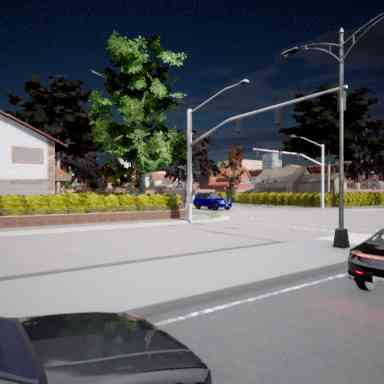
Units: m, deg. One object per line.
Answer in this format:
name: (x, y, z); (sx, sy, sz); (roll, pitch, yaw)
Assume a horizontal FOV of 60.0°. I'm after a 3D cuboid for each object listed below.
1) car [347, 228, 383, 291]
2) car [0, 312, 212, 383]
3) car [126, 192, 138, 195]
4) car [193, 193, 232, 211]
car: (5.573, 1.477, 7.720); (4.902, 1.511, 2.128); (0, 0, -35)
car: (-2.361, 1.542, 2.060); (5.357, 1.411, 2.033); (0, 0, -36)
car: (-9.745, 1.085, 57.263); (2.150, 2.045, 5.566); (0, 0, -36)
car: (2.413, 1.130, 40.394); (2.150, 2.045, 5.566); (0, 0, -36)
